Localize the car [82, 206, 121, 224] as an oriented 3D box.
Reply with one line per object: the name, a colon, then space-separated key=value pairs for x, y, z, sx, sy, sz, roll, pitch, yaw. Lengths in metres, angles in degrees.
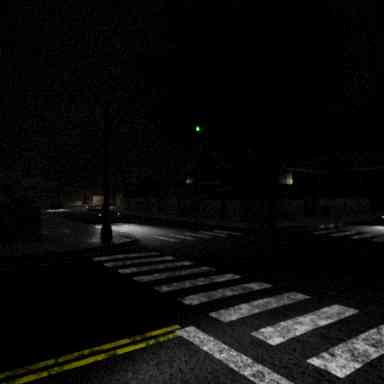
car: x=-7.374 y=1.796 z=26.878 sx=1.895 sy=1.301 sz=4.718 roll=0 pitch=0 yaw=-33

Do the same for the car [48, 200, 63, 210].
car: x=-20.633 y=1.926 z=50.228 sx=2.033 sy=1.411 sz=5.357 roll=0 pitch=0 yaw=-26

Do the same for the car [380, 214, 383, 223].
car: x=14.690 y=1.491 z=22.173 sx=5.357 sy=1.411 sz=2.033 roll=0 pitch=0 yaw=-36
